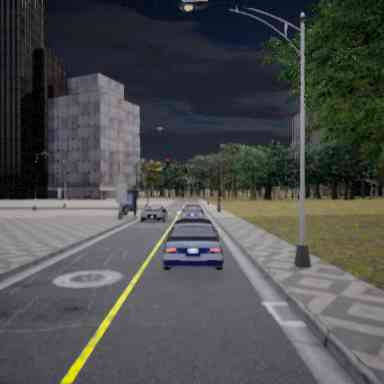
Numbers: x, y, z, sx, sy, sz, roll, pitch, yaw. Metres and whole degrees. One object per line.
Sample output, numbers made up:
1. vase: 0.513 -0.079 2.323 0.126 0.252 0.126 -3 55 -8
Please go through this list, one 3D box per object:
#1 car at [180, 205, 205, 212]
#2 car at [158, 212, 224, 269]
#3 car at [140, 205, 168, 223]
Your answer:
1. car: 0.054 1.723 26.377 2.033 1.411 5.357 0 0 1
2. car: 0.048 1.626 11.367 2.033 1.411 5.357 0 0 0
3. car: -3.068 1.747 27.514 1.994 1.385 4.181 0 0 0
